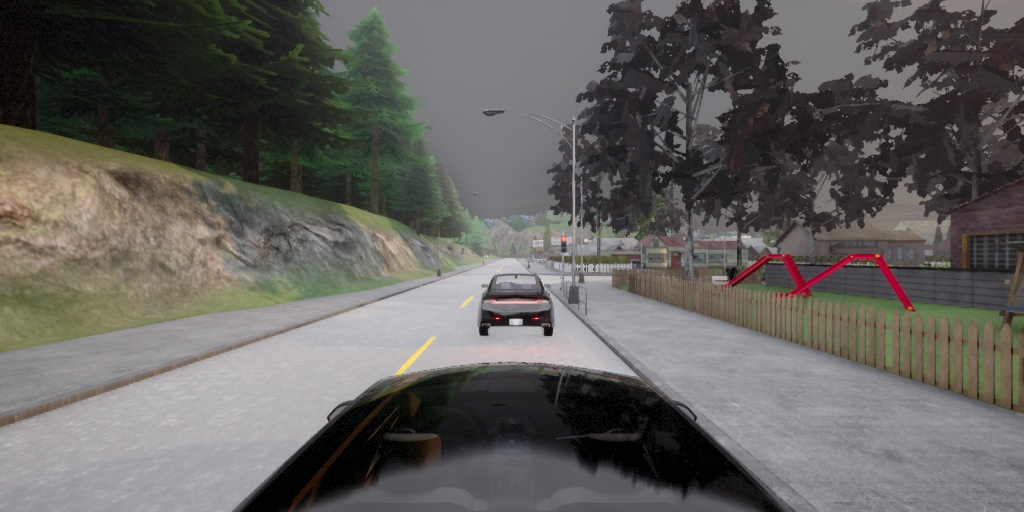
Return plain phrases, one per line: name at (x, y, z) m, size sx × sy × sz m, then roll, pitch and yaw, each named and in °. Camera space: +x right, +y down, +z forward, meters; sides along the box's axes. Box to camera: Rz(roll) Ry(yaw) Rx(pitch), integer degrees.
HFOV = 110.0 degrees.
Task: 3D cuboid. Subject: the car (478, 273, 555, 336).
car at (0.118, 1.242, 10.332) m, size 2.128 × 1.511 × 4.902 m, roll 0°, pitch 0°, yaw 1°
